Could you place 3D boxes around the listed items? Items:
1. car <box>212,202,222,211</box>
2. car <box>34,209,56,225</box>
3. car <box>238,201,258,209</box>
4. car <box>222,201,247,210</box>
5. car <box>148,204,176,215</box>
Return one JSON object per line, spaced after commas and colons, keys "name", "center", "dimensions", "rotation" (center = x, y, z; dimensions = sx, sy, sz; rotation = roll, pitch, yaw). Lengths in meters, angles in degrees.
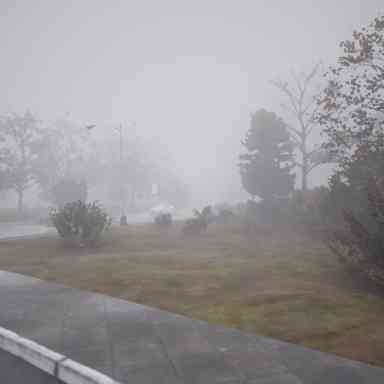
{"name": "car", "center": [5.013, 2.319, 53.564], "dimensions": [1.837, 1.490, 4.892], "rotation": [-3, -2, 32]}
{"name": "car", "center": [-12.847, 2.345, 32.118], "dimensions": [1.812, 1.442, 4.674], "rotation": [-3, -2, 33]}
{"name": "car", "center": [10.439, 2.411, 62.098], "dimensions": [1.837, 1.490, 4.892], "rotation": [-3, -2, 33]}
{"name": "car", "center": [7.114, 2.196, 50.324], "dimensions": [2.033, 1.411, 5.357], "rotation": [-3, -2, 32]}
{"name": "car", "center": [-4.078, 2.416, 45.993], "dimensions": [1.812, 1.442, 4.674], "rotation": [-3, -2, 32]}
